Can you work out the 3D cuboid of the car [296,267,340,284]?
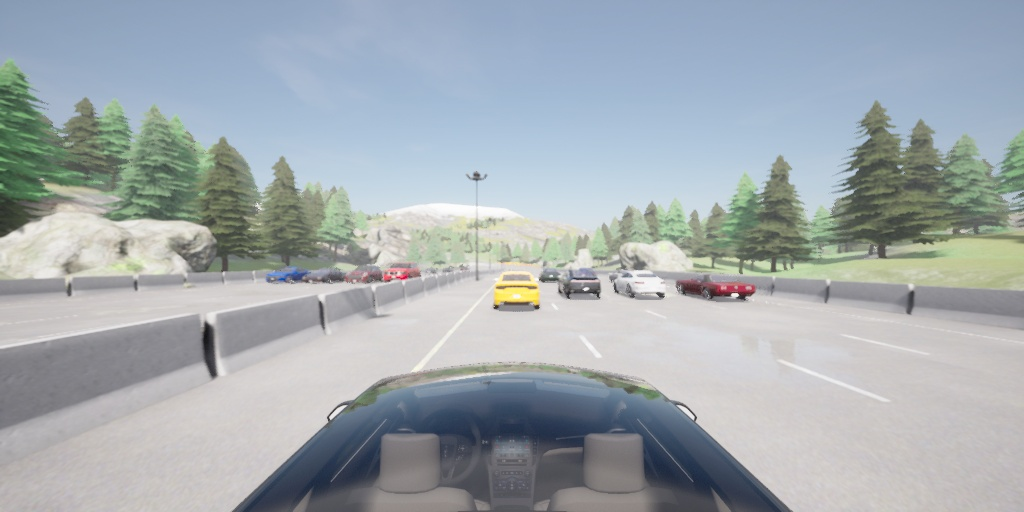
[{"bbox_3d":[-17.331,1.860,33.583,2.033,1.411,5.357,0,-1,1],"label":"car"}]

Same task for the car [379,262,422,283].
[{"bbox_3d":[-10.325,1.551,34.101,2.150,2.045,5.566,0,-1,1],"label":"car"}]

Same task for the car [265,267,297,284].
[{"bbox_3d":[-20.828,1.791,33.709,1.882,1.535,5.008,0,-1,1],"label":"car"}]

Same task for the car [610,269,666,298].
[{"bbox_3d":[7.250,1.572,20.691,1.812,1.442,4.674,0,-1,0],"label":"car"}]

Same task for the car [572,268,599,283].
[{"bbox_3d":[7.389,1.920,36.294,1.812,1.442,4.674,0,-1,0],"label":"car"}]

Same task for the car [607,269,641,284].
[{"bbox_3d":[10.879,1.966,35.088,1.895,1.301,4.718,0,-1,1],"label":"car"}]

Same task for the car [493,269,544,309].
[{"bbox_3d":[0.206,1.439,16.298,1.882,1.535,5.008,0,-1,1],"label":"car"}]

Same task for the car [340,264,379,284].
[{"bbox_3d":[-13.826,1.672,33.813,2.097,1.767,4.553,0,-1,1],"label":"car"}]

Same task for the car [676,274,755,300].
[{"bbox_3d":[10.741,1.624,19.433,1.895,1.301,4.718,0,-1,1],"label":"car"}]

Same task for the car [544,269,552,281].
[{"bbox_3d":[3.895,1.973,36.955,1.994,1.385,4.181,0,-1,1],"label":"car"}]

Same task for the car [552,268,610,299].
[{"bbox_3d":[3.749,1.531,20.470,2.128,1.511,4.902,0,-1,1],"label":"car"}]
